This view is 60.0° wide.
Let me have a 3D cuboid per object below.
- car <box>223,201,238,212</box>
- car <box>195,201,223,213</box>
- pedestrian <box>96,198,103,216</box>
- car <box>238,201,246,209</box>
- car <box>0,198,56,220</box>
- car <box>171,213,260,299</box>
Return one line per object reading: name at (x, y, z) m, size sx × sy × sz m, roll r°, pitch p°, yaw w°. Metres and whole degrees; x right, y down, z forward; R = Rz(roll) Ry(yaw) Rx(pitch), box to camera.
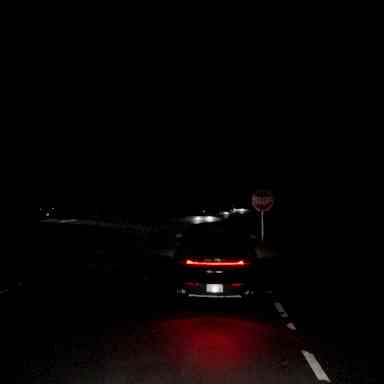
car at (4.495, 1.941, 45.294) m, size 2.033 × 1.411 × 5.357 m, roll 0°, pitch -1°, yaw 17°
car at (1.704, 1.798, 35.383) m, size 1.994 × 1.385 × 4.181 m, roll 0°, pitch -1°, yaw 15°
pedestrian at (-8.007, 1.096, 28.566) m, size 0.375 × 1.860 × 0.375 m, roll 0°, pitch -4°, yaw 7°
car at (8.118, 2.196, 57.519) m, size 1.895 × 1.301 × 4.718 m, roll 0°, pitch -1°, yaw 16°
car at (-11.830, 1.123, 22.576) m, size 4.718 × 1.301 × 1.895 m, roll 2°, pitch -1°, yaw 8°
car at (0.591, 1.509, 8.481) m, size 1.837 × 1.490 × 4.892 m, roll 0°, pitch 0°, yaw 4°
